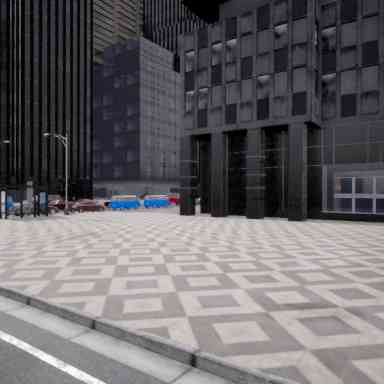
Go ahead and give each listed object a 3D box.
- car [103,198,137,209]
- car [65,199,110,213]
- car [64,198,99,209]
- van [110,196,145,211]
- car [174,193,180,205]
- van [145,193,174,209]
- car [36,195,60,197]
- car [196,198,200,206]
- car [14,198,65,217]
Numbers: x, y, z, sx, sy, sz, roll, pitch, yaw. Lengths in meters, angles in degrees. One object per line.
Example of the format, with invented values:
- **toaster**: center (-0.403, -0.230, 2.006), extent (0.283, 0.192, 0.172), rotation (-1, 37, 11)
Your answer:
- **car**: center (-10.174, 1.572, 47.239), extent (1.895, 1.301, 4.718), rotation (0, 0, 36)
- **car**: center (-11.300, 1.576, 35.561), extent (1.802, 1.307, 4.206), rotation (0, 0, 35)
- **car**: center (-14.952, 1.548, 45.130), extent (1.802, 1.307, 4.206), rotation (0, 0, 35)
- **van**: center (-8.006, 1.331, 40.186), extent (1.690, 1.788, 3.998), rotation (0, 0, 35)
- **car**: center (-4.103, 1.191, 55.684), extent (2.150, 2.045, 5.566), rotation (0, 0, 36)
- **van**: center (-4.713, 1.329, 44.810), extent (1.690, 1.788, 3.998), rotation (0, 0, 35)
- **car**: center (-18.245, 1.284, 40.505), extent (2.192, 1.841, 5.009), rotation (0, 0, 35)
- **car**: center (1.874, 1.568, 54.059), extent (1.802, 1.307, 4.206), rotation (0, 0, 35)
- **car**: center (-14.594, 1.548, 30.937), extent (2.008, 1.369, 4.403), rotation (0, 0, 35)
